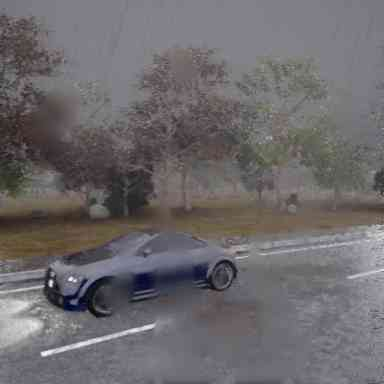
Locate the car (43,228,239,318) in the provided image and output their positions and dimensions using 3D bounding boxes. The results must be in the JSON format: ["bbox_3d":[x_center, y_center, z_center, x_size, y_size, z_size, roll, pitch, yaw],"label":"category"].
[{"bbox_3d":[-0.992,1.539,7.385,4.181,1.385,1.994,0,0,-33],"label":"car"}]
